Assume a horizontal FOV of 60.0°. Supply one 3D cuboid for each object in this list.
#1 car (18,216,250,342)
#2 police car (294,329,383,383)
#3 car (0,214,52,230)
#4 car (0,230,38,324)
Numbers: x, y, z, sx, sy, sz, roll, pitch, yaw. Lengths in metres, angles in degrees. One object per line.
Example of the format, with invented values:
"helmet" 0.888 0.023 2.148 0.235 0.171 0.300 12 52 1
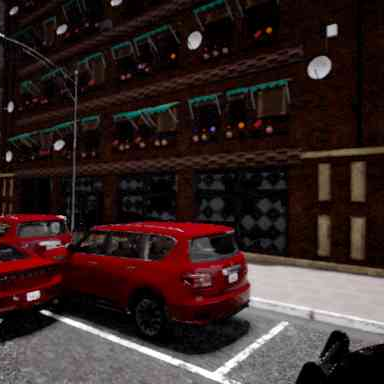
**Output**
"car" -1.236 1.538 6.962 5.009 1.841 2.192 -1 -2 37
"police car" 3.134 1.510 1.540 5.238 1.638 1.930 -1 -2 37
"car" -5.682 1.609 10.282 5.009 1.841 2.192 -1 -2 37
"car" -4.988 1.666 6.853 5.008 1.535 1.882 0 -2 25
